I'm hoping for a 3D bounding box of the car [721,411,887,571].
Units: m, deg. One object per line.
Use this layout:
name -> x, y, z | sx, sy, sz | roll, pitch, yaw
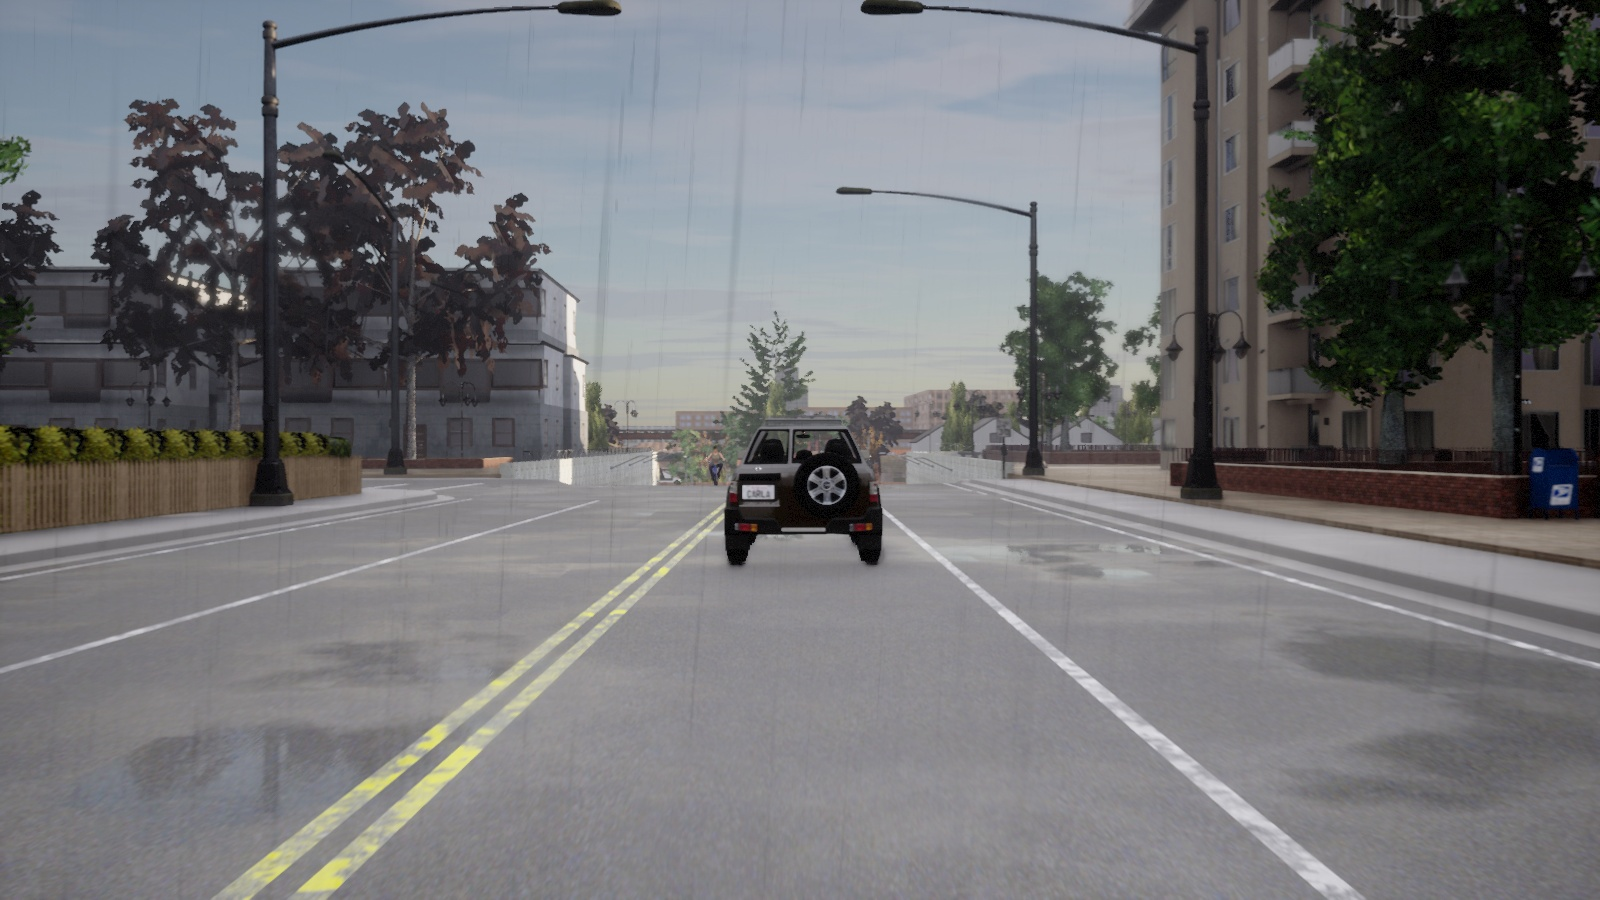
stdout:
car -> 0.050, 0.468, 16.873 | 1.932, 1.855, 4.605 | 0, 0, 0
